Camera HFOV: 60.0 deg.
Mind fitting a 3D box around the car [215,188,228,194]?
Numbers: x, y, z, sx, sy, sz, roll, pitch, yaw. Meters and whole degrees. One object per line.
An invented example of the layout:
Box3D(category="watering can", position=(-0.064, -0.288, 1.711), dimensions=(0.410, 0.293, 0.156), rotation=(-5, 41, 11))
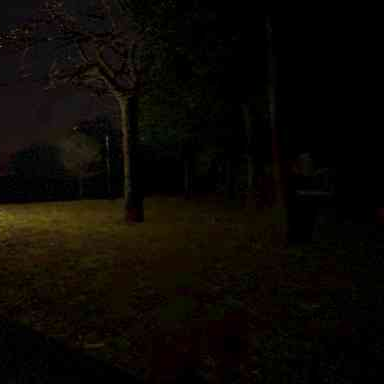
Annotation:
Box3D(category="car", position=(8.282, -0.240, 93.978), dimensions=(2.128, 1.511, 4.902), rotation=(-3, -1, 34))
